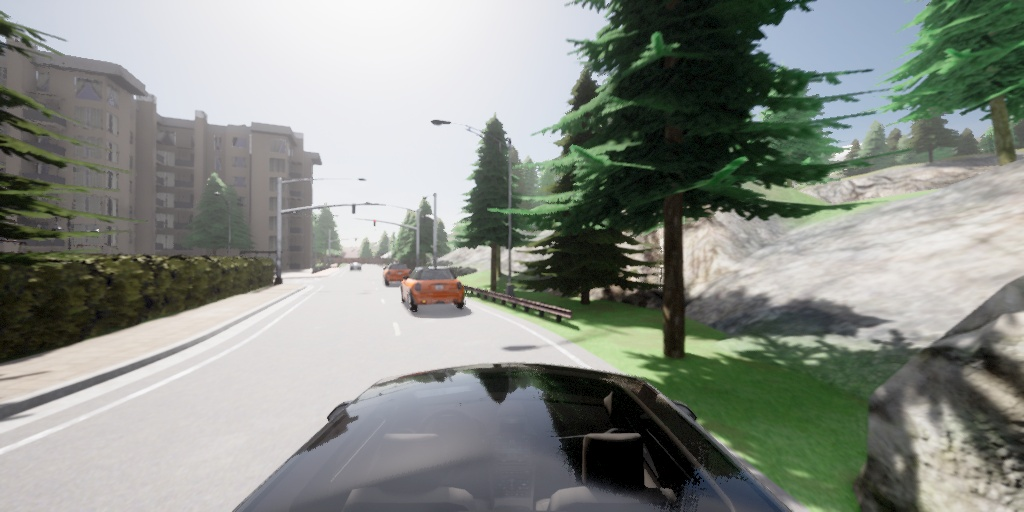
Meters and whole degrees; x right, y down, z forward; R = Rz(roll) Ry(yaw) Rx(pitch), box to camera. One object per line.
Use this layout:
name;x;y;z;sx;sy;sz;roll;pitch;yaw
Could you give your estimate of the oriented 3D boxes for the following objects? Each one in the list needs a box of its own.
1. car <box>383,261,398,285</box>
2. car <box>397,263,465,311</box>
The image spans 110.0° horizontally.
car;-9.379;1.371;29.377;2.097;1.767;4.553;0;-1;-22
car;-3.562;1.237;15.551;2.097;1.767;4.553;0;-1;-22
